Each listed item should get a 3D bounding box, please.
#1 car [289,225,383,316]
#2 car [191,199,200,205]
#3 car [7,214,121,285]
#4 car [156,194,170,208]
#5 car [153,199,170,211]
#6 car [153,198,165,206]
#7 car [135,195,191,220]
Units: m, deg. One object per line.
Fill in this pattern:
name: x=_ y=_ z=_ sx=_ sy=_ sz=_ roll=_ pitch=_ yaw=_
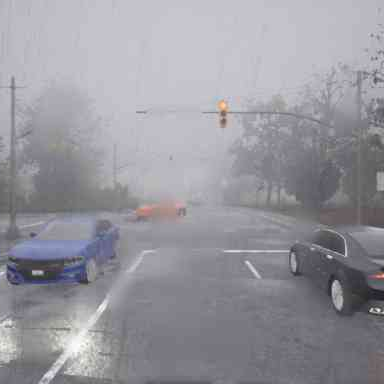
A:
car: x=3.602 y=1.505 z=7.477 sx=1.837 sy=1.490 sz=4.892 roll=0 pitch=0 yaw=1
car: x=0.122 y=2.116 z=68.513 sx=1.895 sy=1.301 sz=4.718 roll=0 pitch=-1 yaw=-12
car: x=-3.395 y=1.477 z=9.729 sx=1.882 sy=1.535 sz=5.008 roll=1 pitch=0 yaw=-1
car: x=-4.830 y=1.458 z=54.296 sx=2.150 sy=2.045 sz=5.566 roll=0 pitch=-1 yaw=-6
car: x=-3.950 y=1.626 z=43.602 sx=2.033 sy=1.411 sz=5.357 roll=0 pitch=-1 yaw=-3
car: x=-6.653 y=2.007 z=66.340 sx=1.837 sy=1.490 sz=4.892 roll=0 pitch=-2 yaw=-11
car: x=-2.585 y=1.352 z=28.357 sx=2.097 sy=1.767 sz=4.553 roll=0 pitch=0 yaw=39
